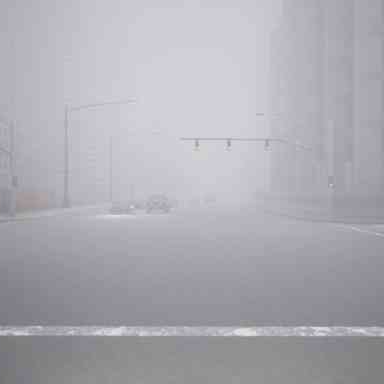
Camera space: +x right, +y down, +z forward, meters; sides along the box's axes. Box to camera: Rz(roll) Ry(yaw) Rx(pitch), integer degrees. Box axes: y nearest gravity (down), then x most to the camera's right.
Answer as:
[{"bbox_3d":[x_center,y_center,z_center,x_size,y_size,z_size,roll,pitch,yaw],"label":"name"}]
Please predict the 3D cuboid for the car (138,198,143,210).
[{"bbox_3d":[-7.155,1.492,43.817,1.882,1.535,5.008,0,0,1],"label":"car"}]

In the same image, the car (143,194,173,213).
[{"bbox_3d":[-3.733,1.234,37.573,2.150,2.045,5.566,0,0,1],"label":"car"}]

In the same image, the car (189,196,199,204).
[{"bbox_3d":[0.362,1.585,65.457,1.994,1.385,4.181,0,0,1],"label":"car"}]

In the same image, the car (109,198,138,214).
[{"bbox_3d":[-7.274,1.575,34.990,1.994,1.385,4.181,0,0,1],"label":"car"}]

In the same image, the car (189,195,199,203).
[{"bbox_3d":[0.413,1.549,75.330,2.128,1.511,4.902,0,0,1],"label":"car"}]

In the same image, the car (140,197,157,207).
[{"bbox_3d":[-6.994,1.582,53.735,1.994,1.385,4.181,0,0,1],"label":"car"}]

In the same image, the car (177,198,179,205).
[{"bbox_3d":[-3.426,1.371,57.644,2.097,1.767,4.553,0,0,1],"label":"car"}]

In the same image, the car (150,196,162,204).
[{"bbox_3d":[-6.818,1.547,63.657,1.812,1.442,4.674,0,0,1],"label":"car"}]

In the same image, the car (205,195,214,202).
[{"bbox_3d":[3.913,1.440,75.419,1.837,1.490,4.892,0,0,1],"label":"car"}]

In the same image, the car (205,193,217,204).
[{"bbox_3d":[3.753,1.243,64.806,2.150,2.045,5.566,0,0,1],"label":"car"}]

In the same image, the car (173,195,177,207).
[{"bbox_3d":[-3.591,1.520,47.489,1.837,1.490,4.892,0,0,1],"label":"car"}]
